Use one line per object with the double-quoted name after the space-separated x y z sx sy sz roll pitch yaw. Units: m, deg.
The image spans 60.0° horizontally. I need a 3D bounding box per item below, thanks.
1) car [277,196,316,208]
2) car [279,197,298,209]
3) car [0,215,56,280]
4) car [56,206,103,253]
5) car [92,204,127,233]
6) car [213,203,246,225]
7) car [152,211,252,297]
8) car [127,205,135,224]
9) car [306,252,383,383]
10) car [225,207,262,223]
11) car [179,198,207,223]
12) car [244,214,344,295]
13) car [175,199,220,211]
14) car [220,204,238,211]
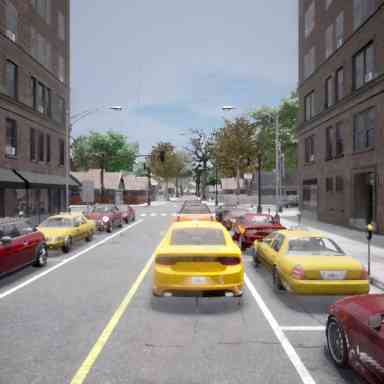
14.985 1.419 47.885 4.902 1.511 2.128 0 0 0 "car"
14.399 1.456 44.627 4.674 1.442 1.812 0 0 2 "car"
-5.363 1.442 8.418 1.967 1.590 4.097 0 0 0 "car"
-5.346 1.530 13.767 1.752 1.417 4.829 0 0 0 "car"
-5.327 1.448 19.456 1.967 1.590 4.097 0 0 0 "car"
2.716 1.577 24.950 1.947 1.339 4.313 0 0 0 "car"
0.129 1.480 8.612 1.882 1.535 5.008 0 0 0 "car"
-5.310 1.593 24.975 1.802 1.307 4.206 0 0 0 "car"
2.644 1.582 2.877 1.802 1.307 4.206 0 0 0 "car"
2.680 1.550 13.914 1.887 1.381 4.507 0 0 0 "car"
0.085 1.365 26.636 2.097 1.767 4.553 0 0 0 "car"
2.663 1.528 8.566 1.752 1.417 4.829 0 0 0 "car"
0.156 1.359 17.794 2.097 1.767 4.553 0 0 0 "car"
2.698 1.590 19.432 1.802 1.307 4.206 0 0 0 "car"
